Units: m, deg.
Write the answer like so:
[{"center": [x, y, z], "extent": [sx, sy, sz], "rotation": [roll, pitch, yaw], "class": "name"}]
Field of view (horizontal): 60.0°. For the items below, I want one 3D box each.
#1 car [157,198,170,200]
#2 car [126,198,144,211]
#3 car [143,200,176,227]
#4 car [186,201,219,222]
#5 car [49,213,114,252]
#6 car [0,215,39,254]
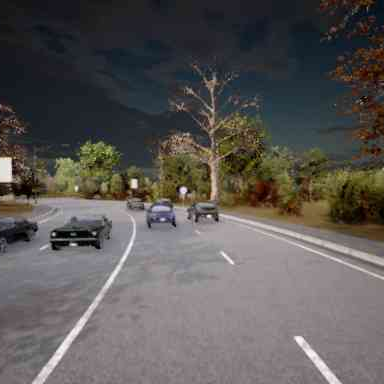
[{"center": [-3.814, 1.525, 43.063], "extent": [1.837, 1.490, 4.892], "rotation": [0, 0, -18], "class": "car"}, {"center": [-7.333, 1.546, 42.572], "extent": [2.128, 1.511, 4.902], "rotation": [-1, 0, -19], "class": "car"}, {"center": [-2.198, 1.543, 22.909], "extent": [1.812, 1.442, 4.674], "rotation": [0, 0, -10], "class": "car"}, {"center": [0.767, 1.500, 26.084], "extent": [1.837, 1.490, 4.892], "rotation": [0, 0, -11], "class": "car"}, {"center": [-4.595, 1.630, 14.392], "extent": [1.895, 1.301, 4.718], "rotation": [0, 0, -7], "class": "car"}, {"center": [-8.025, 1.648, 13.666], "extent": [1.895, 1.301, 4.718], "rotation": [0, 0, -7], "class": "car"}]
